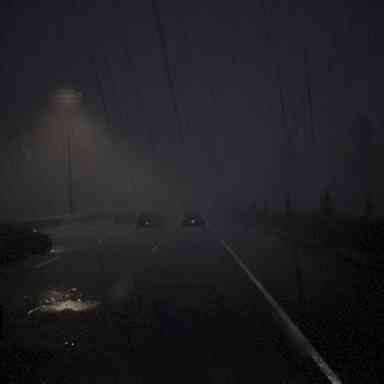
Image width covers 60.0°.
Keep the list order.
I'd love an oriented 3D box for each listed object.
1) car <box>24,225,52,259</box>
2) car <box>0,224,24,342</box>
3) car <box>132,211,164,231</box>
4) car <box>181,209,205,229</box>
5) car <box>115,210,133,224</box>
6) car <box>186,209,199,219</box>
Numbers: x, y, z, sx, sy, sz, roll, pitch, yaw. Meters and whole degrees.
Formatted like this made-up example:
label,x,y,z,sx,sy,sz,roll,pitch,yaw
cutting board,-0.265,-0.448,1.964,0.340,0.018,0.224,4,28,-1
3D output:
label,x,y,z,sx,sy,sz,roll,pitch,yaw
car,-6.908,1.866,12.378,1.994,1.385,4.181,0,-2,0
car,-3.401,1.234,1.747,2.150,2.045,5.566,0,-1,0
car,-3.418,2.340,27.808,1.882,1.535,5.008,0,-2,0
car,0.082,2.488,29.495,1.994,1.385,4.181,0,-2,0
car,-6.923,2.628,35.460,2.128,1.511,4.902,0,-2,0
car,0.068,3.245,49.557,1.895,1.301,4.718,0,-2,0
